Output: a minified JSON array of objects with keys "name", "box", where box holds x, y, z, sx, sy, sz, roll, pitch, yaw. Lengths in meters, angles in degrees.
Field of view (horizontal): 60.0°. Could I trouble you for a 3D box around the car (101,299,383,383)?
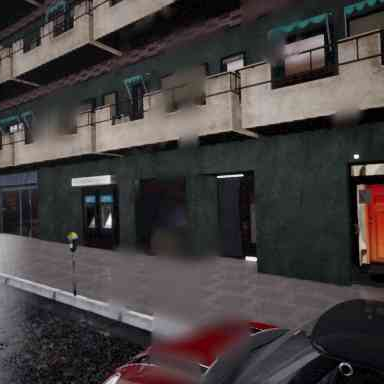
[{"name":"car","box":[1.125,1.441,1.953,4.097,1.590,1.967,0,-2,36]}]
